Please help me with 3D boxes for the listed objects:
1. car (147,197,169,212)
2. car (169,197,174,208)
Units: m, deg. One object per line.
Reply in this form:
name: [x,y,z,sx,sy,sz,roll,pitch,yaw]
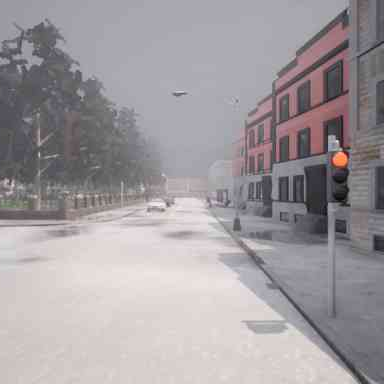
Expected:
car: [-4.055,1.525,38.931,1.812,1.442,4.674,0,0,0]
car: [-4.056,1.600,49.026,1.895,1.301,4.718,0,0,0]
